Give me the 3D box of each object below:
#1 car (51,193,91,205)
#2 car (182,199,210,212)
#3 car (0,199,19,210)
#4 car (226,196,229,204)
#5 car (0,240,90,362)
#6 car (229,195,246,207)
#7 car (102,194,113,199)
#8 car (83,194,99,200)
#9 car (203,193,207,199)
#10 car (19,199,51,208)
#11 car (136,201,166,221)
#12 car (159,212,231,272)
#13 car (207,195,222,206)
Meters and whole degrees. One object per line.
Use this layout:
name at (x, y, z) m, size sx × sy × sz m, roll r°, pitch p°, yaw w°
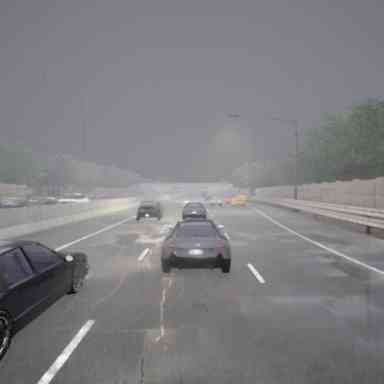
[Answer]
car at (-13.924, 1.182, 38.976) m, size 2.150 × 2.045 × 5.566 m, roll 0°, pitch 0°, yaw 1°
car at (0.189, 1.534, 27.623) m, size 1.994 × 1.385 × 4.181 m, roll 0°, pitch 0°, yaw 0°
car at (-20.909, 1.509, 40.401) m, size 2.033 × 1.411 × 5.357 m, roll 0°, pitch 0°, yaw 1°
car at (7.397, 1.334, 60.946) m, size 2.097 × 1.767 × 4.553 m, roll 0°, pitch 0°, yaw 1°
car at (-3.394, 1.540, 5.641) m, size 2.033 × 1.411 × 5.357 m, roll 0°, pitch 0°, yaw 0°
car at (7.152, 1.448, 50.769) m, size 1.882 × 1.535 × 5.008 m, roll 0°, pitch 0°, yaw 2°
car at (-20.321, 1.103, 80.402) m, size 1.882 × 1.535 × 5.008 m, roll 0°, pitch 0°, yaw 1°
car at (-23.850, 1.182, 78.629) m, size 2.128 × 1.511 × 4.902 m, roll 0°, pitch 0°, yaw 1°
car at (4.280, 1.547, 86.026) m, size 1.812 × 1.442 × 4.674 m, roll 0°, pitch 0°, yaw 1°
car at (-17.427, 1.510, 38.769) m, size 2.033 × 1.411 × 5.357 m, roll 0°, pitch 0°, yaw 1°
car at (-3.315, 1.475, 27.137) m, size 1.837 × 1.490 × 4.892 m, roll 0°, pitch 0°, yaw 0°
car at (0.117, 1.551, 10.769) m, size 1.994 × 1.385 × 4.181 m, roll 0°, pitch 0°, yaw 0°
car at (3.815, 1.572, 54.116) m, size 1.895 × 1.301 × 4.718 m, roll 0°, pitch 0°, yaw 1°
